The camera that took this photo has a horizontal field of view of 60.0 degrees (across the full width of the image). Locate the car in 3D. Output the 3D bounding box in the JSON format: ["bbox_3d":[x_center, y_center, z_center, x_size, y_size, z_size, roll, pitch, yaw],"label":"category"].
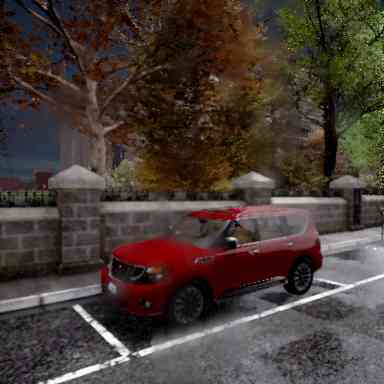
[{"bbox_3d":[0.719,1.277,7.049,5.009,1.841,2.192,-1,1,-35],"label":"car"}]
